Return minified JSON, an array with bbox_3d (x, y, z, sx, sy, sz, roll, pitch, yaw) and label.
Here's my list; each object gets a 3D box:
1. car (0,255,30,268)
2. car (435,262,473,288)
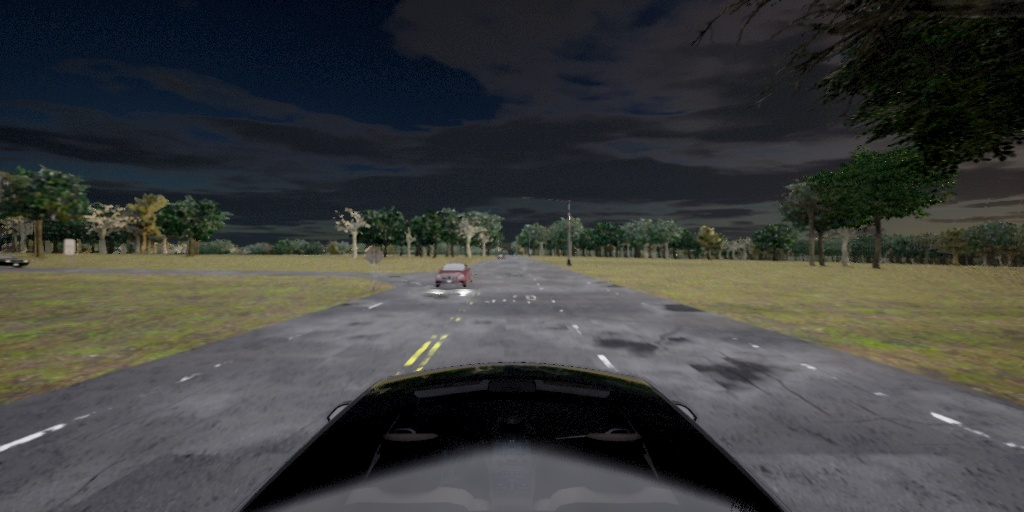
[{"bbox_3d":[-49.050,0.499,33.889,4.718,1.301,1.895,1,-1,0],"label":"car"},{"bbox_3d":[-3.522,1.110,22.437,1.812,1.442,4.674,0,1,0],"label":"car"}]
